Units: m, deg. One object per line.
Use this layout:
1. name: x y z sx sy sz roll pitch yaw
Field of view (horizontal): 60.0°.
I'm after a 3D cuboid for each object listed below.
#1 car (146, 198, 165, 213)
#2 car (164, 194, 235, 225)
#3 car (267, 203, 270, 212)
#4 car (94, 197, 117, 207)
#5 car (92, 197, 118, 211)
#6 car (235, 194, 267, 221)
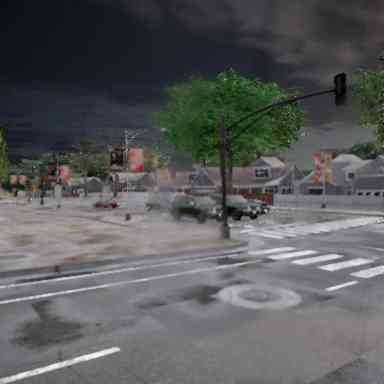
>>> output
1. car: -3.408 1.426 36.981 2.128 1.511 4.902 -2 1 -35
2. car: 0.430 1.282 25.943 2.150 2.045 5.566 -2 1 -35
3. car: 5.038 1.364 30.985 1.837 1.490 4.892 -2 1 -35
4. car: -13.397 1.459 51.188 1.994 1.385 4.181 -2 1 -35
5. car: -10.986 1.611 42.070 1.895 1.301 4.718 -2 1 -35
6. car: 3.207 1.186 27.647 2.150 2.045 5.566 -2 1 -35
